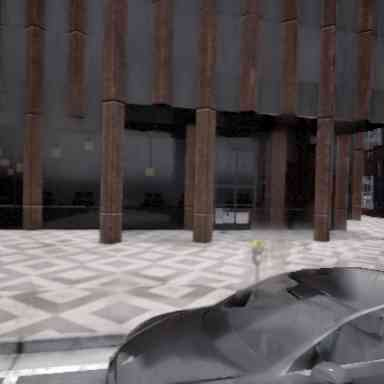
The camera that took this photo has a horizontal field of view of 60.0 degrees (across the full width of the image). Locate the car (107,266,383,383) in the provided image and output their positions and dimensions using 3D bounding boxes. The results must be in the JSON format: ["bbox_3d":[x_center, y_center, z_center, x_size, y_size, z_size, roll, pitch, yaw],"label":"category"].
[{"bbox_3d":[1.388,1.529,3.343,4.313,1.339,1.947,1,1,-13],"label":"car"}]
